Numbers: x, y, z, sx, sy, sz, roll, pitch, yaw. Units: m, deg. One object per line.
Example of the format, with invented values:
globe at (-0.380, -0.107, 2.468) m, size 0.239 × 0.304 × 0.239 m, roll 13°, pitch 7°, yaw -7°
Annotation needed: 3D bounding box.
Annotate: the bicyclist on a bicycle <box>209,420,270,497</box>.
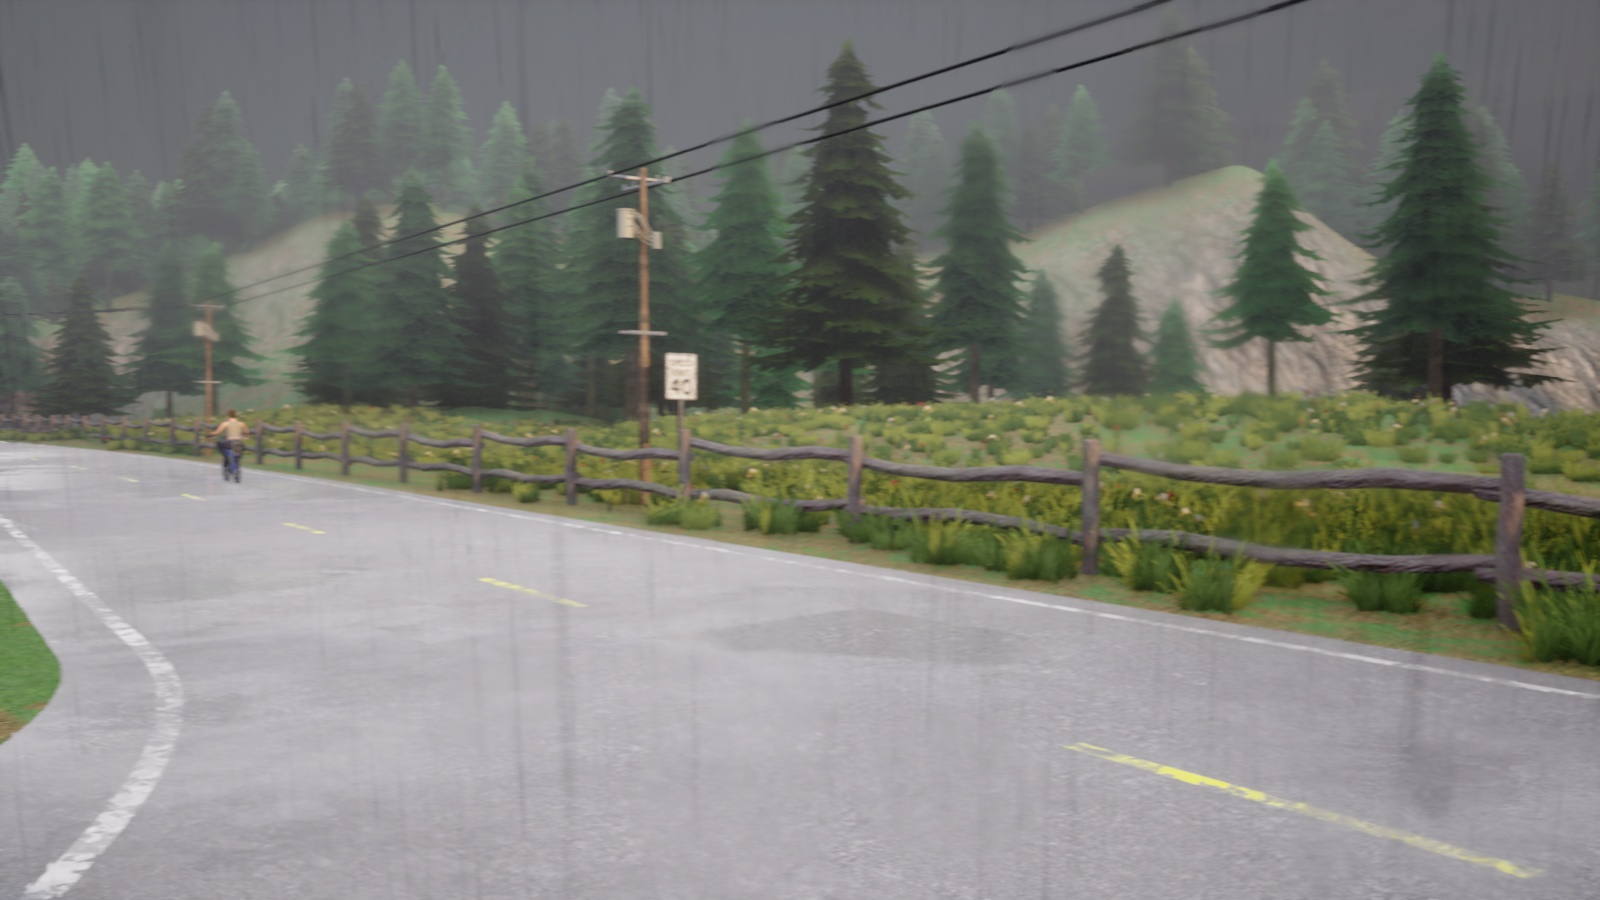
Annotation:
bicyclist on a bicycle at (-12.298, 0.167, 27.537) m, size 0.866 × 1.612 × 1.509 m, roll -2°, pitch 2°, yaw -37°
